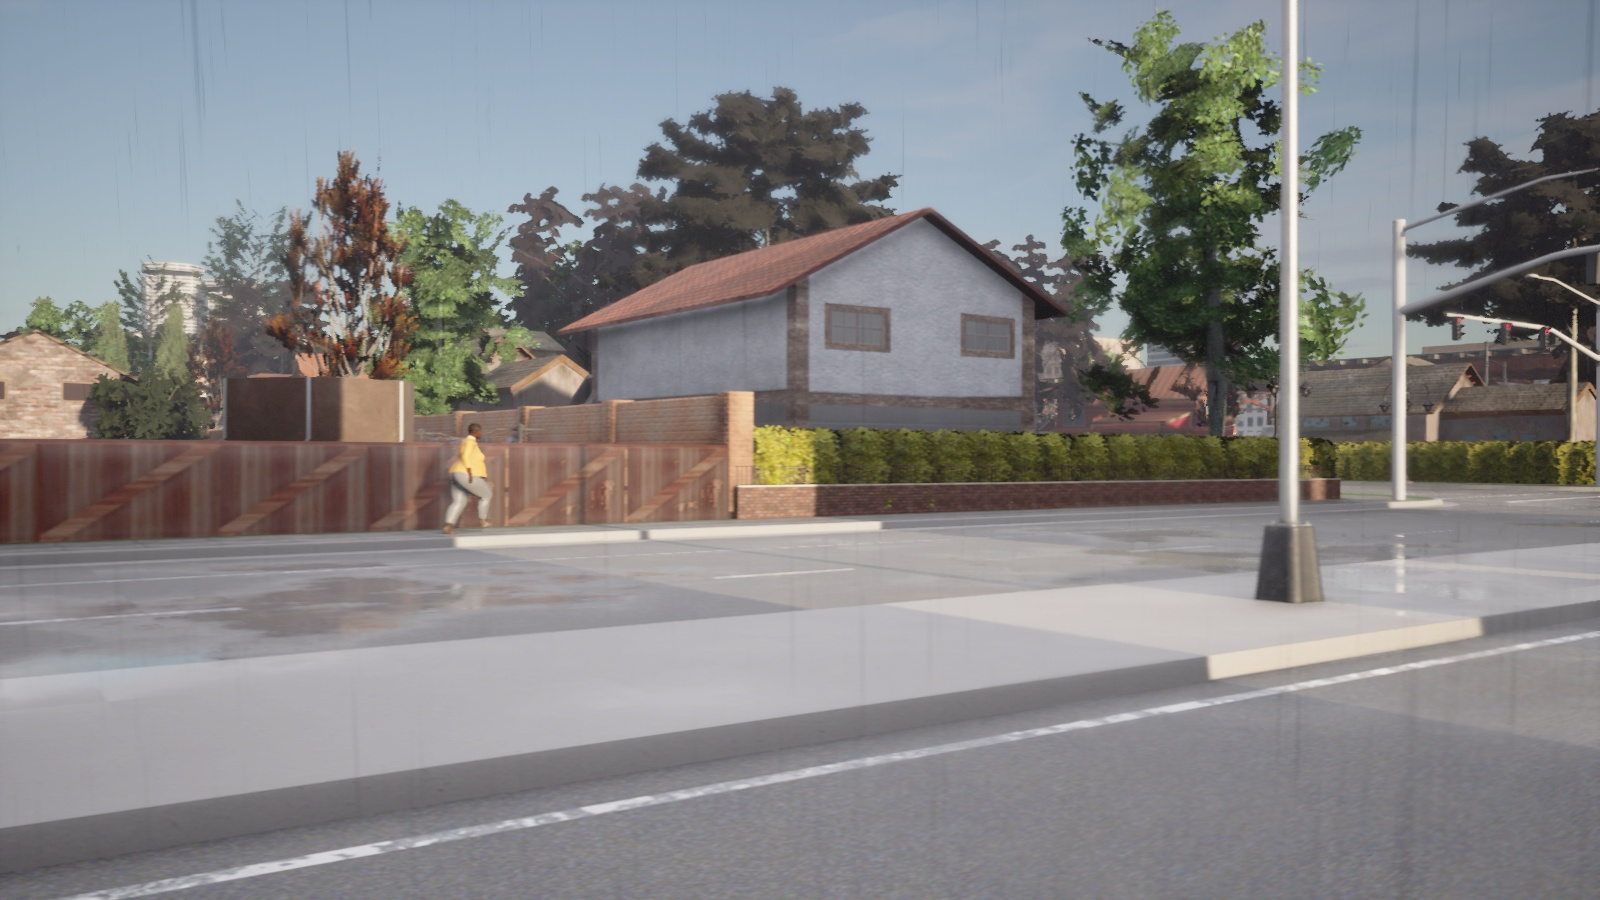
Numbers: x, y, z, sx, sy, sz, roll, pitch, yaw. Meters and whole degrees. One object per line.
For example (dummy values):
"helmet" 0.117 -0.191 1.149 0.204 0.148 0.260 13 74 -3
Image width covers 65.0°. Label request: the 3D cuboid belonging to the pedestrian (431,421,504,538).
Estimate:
"pedestrian" -5.433 0.462 20.503 0.900 1.855 0.874 0 0 -36
